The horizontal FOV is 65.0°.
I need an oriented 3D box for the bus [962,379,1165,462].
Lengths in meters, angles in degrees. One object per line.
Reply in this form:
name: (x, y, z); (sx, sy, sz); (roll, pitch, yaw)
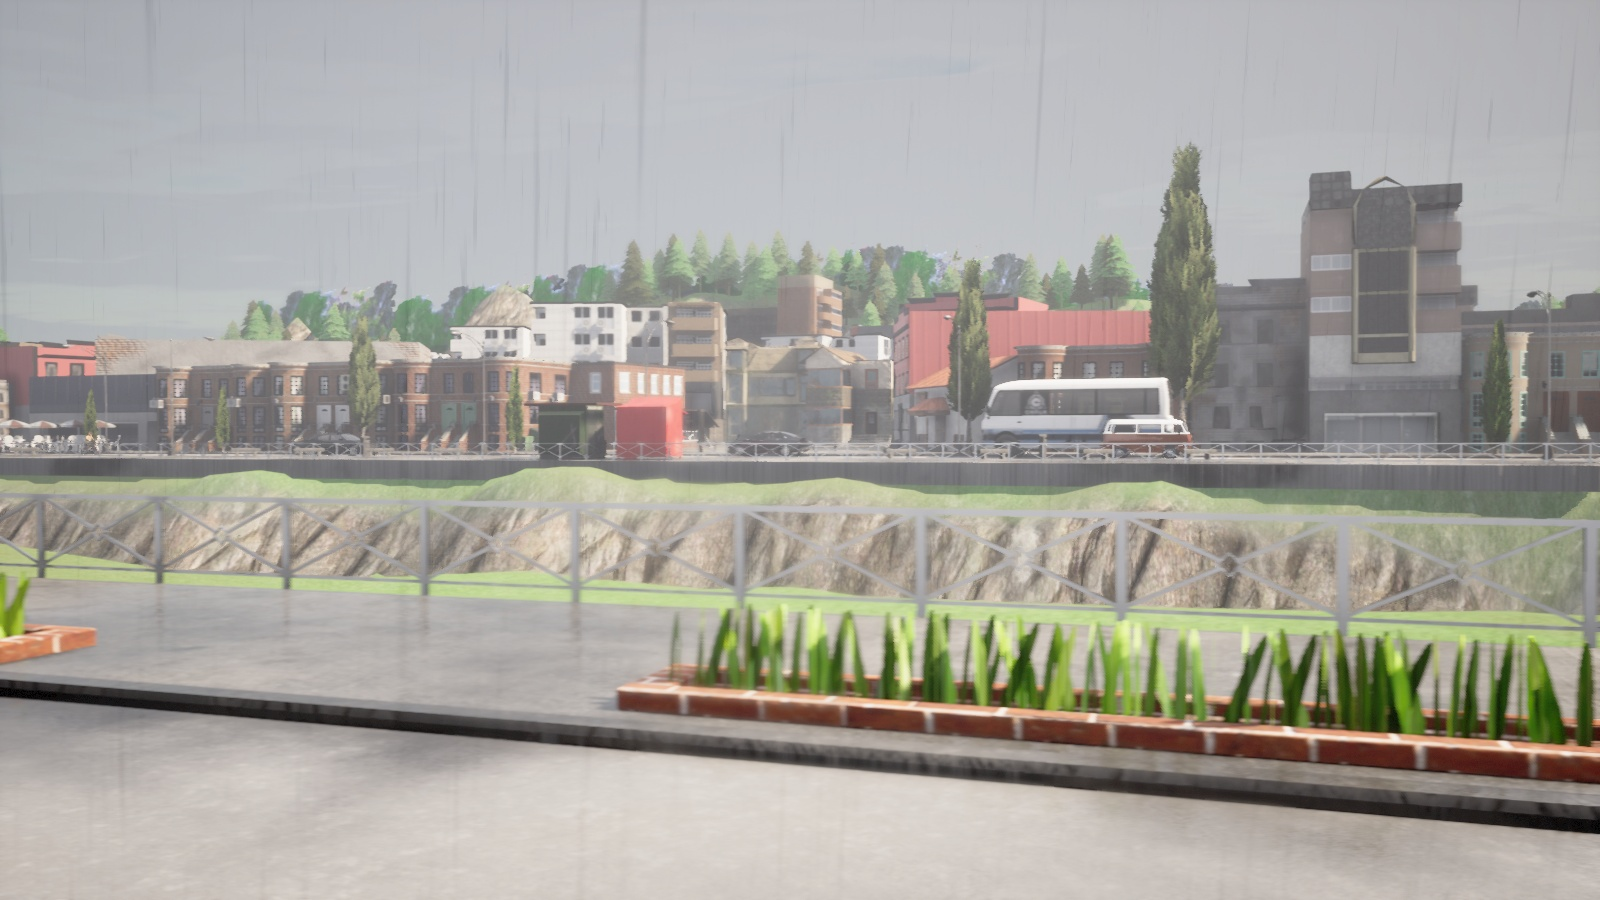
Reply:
bus: (14.324, -1.588, 68.175); (10.273, 4.253, 3.944); (1, 1, 20)

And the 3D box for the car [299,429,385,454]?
car: (-28.608, -0.560, 78.437); (5.008, 1.535, 1.882); (1, 1, 19)

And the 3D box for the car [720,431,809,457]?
car: (-2.066, -0.357, 73.736); (4.892, 1.490, 1.837); (1, 1, 19)

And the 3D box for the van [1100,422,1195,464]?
van: (17.431, -0.393, 62.959); (4.480, 2.038, 2.069); (1, 1, 19)

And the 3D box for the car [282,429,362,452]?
car: (-31.876, -0.630, 83.755); (4.892, 1.490, 1.837); (1, 1, 19)
